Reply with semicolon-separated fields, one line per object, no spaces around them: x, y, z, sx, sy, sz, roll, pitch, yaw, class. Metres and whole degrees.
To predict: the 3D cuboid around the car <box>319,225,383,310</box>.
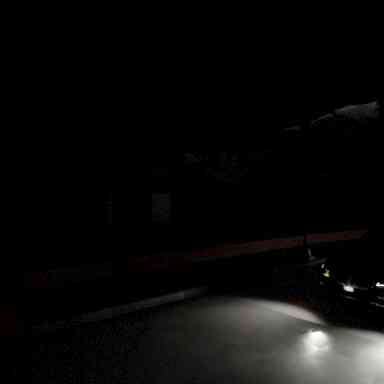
4.855;1.525;7.537;4.892;1.490;1.837;0;-1;-36;car
